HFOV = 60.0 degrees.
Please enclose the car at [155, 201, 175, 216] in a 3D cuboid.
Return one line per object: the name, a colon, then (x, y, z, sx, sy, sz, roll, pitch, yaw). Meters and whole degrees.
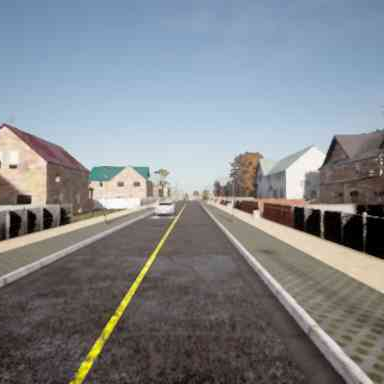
car: (-2.765, 1.699, 35.089, 1.812, 1.442, 4.674, 0, -1, 0)
